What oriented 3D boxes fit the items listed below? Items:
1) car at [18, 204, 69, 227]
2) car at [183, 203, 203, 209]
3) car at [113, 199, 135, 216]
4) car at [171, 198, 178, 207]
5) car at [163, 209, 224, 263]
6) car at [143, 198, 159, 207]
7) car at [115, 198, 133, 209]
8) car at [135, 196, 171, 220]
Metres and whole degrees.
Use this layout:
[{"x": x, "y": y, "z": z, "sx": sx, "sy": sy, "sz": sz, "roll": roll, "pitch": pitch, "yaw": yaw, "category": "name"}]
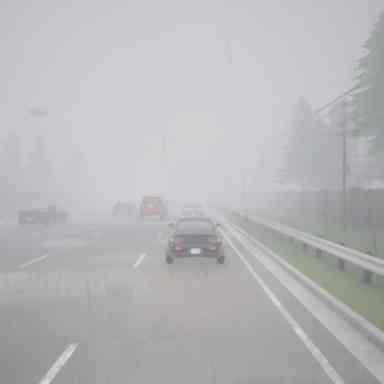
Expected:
[{"x": -10.399, "y": 1.583, "z": 23.738, "sx": 1.882, "sy": 1.535, "sz": 5.008, "roll": 0, "pitch": 0, "yaw": 0, "category": "car"}, {"x": 0.100, "y": 1.746, "z": 32.725, "sx": 1.895, "sy": 1.301, "sz": 4.718, "roll": 0, "pitch": 0, "yaw": 0, "category": "car"}, {"x": -6.899, "y": 1.645, "z": 34.795, "sx": 2.128, "sy": 1.511, "sz": 4.902, "roll": 0, "pitch": 0, "yaw": 0, "category": "car"}, {"x": -3.394, "y": 1.768, "z": 54.788, "sx": 1.812, "sy": 1.442, "sz": 4.674, "roll": 0, "pitch": 0, "yaw": 0, "category": "car"}, {"x": 0.102, "y": 1.580, "z": 12.108, "sx": 1.812, "sy": 1.442, "sz": 4.674, "roll": 0, "pitch": 0, "yaw": 0, "category": "car"}, {"x": -6.897, "y": 1.741, "z": 56.626, "sx": 2.128, "sy": 1.511, "sz": 4.902, "roll": 0, "pitch": 0, "yaw": 0, "category": "car"}, {"x": -10.395, "y": 1.751, "z": 50.971, "sx": 1.812, "sy": 1.442, "sz": 4.674, "roll": 0, "pitch": 0, "yaw": 0, "category": "car"}, {"x": -3.400, "y": 1.357, "z": 30.226, "sx": 2.150, "sy": 2.045, "sz": 5.566, "roll": 0, "pitch": 0, "yaw": 0, "category": "car"}]
